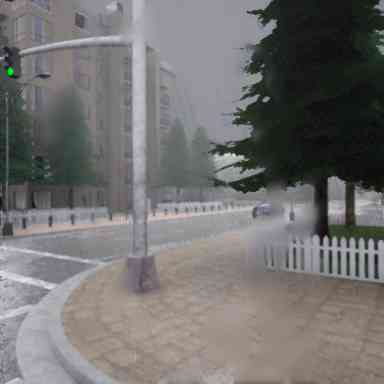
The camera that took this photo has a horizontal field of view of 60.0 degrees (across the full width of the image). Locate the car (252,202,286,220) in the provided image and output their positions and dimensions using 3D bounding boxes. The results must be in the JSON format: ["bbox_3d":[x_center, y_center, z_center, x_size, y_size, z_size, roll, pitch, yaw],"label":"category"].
[{"bbox_3d":[6.919,1.642,29.894,1.812,1.442,4.674,-1,0,33],"label":"car"}]
